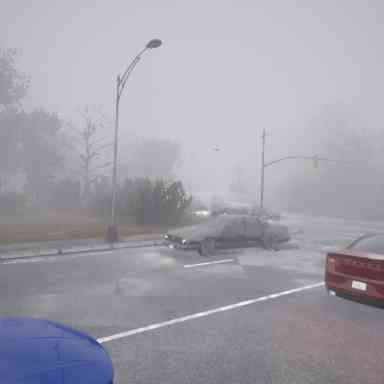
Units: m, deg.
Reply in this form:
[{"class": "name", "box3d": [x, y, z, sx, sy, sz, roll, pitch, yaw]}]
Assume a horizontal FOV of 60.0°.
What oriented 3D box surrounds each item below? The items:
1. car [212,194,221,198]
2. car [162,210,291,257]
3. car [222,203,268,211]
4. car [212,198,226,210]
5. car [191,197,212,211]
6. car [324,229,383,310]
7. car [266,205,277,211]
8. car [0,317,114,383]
[{"class": "car", "box3d": [5.839, 1.109, 79.176, 2.033, 1.411, 5.357, 2, 2, -1]}, {"class": "car", "box3d": [1.548, 1.637, 13.373, 5.357, 1.411, 2.033, 1, -1, -31]}, {"class": "car", "box3d": [5.423, 2.171, 34.615, 1.895, 1.301, 4.718, 3, -1, -23]}, {"class": "car", "box3d": [4.193, 2.071, 47.829, 2.033, 1.411, 5.357, 2, 1, -18]}, {"class": "car", "box3d": [0.819, 1.937, 47.139, 1.994, 1.385, 4.181, 2, 1, -17]}, {"class": "car", "box3d": [4.992, 1.555, 7.347, 5.008, 1.535, 1.882, 1, -1, -35]}, {"class": "car", "box3d": [8.110, 2.217, 37.292, 1.837, 1.490, 4.892, 3, -1, -21]}, {"class": "car", "box3d": [-2.863, 1.478, 1.699, 5.008, 1.535, 1.882, 0, 0, -36]}]
